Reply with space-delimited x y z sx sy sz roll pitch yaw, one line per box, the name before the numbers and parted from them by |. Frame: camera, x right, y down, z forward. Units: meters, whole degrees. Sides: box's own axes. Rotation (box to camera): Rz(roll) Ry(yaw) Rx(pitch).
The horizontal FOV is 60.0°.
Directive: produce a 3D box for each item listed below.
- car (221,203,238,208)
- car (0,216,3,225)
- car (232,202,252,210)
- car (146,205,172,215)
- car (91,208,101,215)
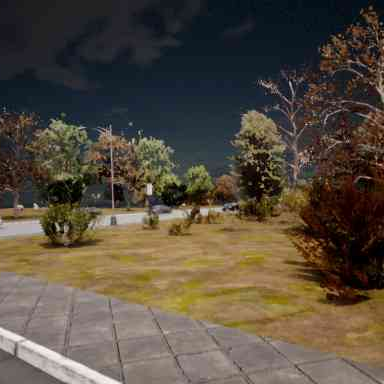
car | 6.312 2.310 51.004 1.895 1.301 4.718 -3 -2 32
car | -17.678 2.408 26.604 1.812 1.442 4.674 -3 -2 34
car | 9.423 2.575 62.483 1.895 1.301 4.718 -3 -2 33
car | -4.643 2.533 46.996 1.994 1.385 4.181 -3 -2 33
car | -11.879 2.409 35.498 1.837 1.490 4.892 -3 -2 32
